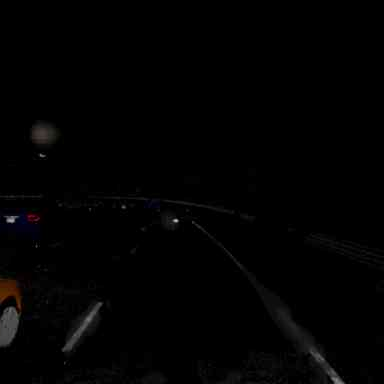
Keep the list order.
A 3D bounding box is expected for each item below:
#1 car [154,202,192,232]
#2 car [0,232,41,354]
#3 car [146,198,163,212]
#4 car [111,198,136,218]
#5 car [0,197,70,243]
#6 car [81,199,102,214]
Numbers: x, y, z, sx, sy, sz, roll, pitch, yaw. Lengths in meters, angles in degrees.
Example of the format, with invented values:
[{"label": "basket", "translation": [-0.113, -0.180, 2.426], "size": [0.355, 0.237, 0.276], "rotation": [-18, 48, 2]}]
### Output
[{"label": "car", "translation": [-1.131, 1.566, 20.378], "size": [1.994, 1.385, 4.181], "rotation": [0, 0, -6]}, {"label": "car", "translation": [-3.498, 1.492, 3.084], "size": [1.882, 1.535, 5.008], "rotation": [0, 0, -1]}, {"label": "car", "translation": [-4.373, 1.491, 39.445], "size": [1.882, 1.535, 5.008], "rotation": [0, 0, -13]}, {"label": "car", "translation": [-6.309, 1.374, 30.906], "size": [2.097, 1.767, 4.553], "rotation": [0, 0, -10]}, {"label": "car", "translation": [-7.697, 1.254, 16.357], "size": [2.150, 2.045, 5.566], "rotation": [0, 0, -6]}, {"label": "car", "translation": [-10.840, 1.534, 36.037], "size": [2.128, 1.511, 4.902], "rotation": [0, 0, -13]}]
